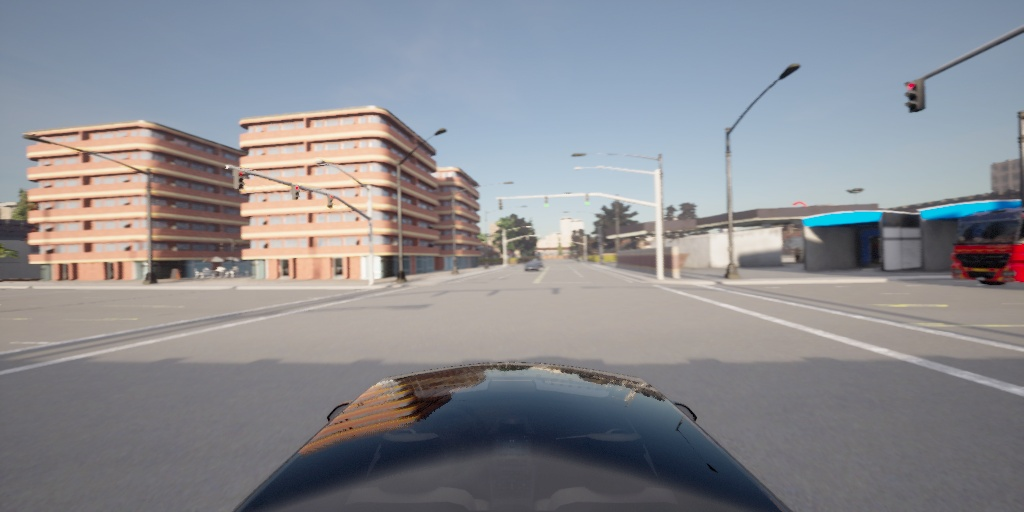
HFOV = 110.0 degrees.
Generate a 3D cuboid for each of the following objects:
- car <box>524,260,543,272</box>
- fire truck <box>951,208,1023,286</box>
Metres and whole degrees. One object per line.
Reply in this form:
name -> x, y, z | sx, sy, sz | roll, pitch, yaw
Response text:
car -> 2.766, 1.493, 49.759 | 2.033, 1.411, 5.357 | -2, 0, 8
fire truck -> 25.431, -0.524, 15.625 | 8.468, 3.827, 2.891 | -2, 0, 9
